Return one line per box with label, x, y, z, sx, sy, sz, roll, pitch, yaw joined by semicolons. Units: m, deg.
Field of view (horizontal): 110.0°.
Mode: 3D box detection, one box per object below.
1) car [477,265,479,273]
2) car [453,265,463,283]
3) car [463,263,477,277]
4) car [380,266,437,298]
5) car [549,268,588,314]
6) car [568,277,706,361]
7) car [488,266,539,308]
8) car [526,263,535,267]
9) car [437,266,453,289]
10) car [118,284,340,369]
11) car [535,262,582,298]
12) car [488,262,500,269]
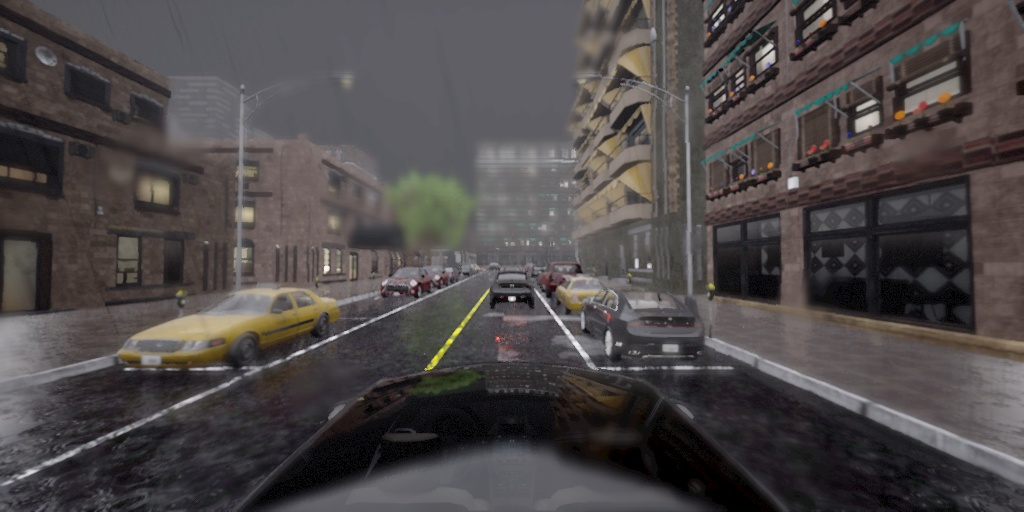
car;-5.642;1.751;47.995;2.007;1.370;4.403;0;0;0
car;-5.648;1.613;30.935;1.802;1.307;4.207;0;0;0
car;-5.644;1.709;42.307;1.948;1.339;4.313;0;0;0
car;-5.651;1.361;19.561;1.967;1.591;4.097;0;0;0
car;2.695;1.392;14.101;1.751;1.417;4.829;0;0;0
car;2.693;1.362;8.245;2.007;1.370;4.403;0;0;0
car;0.009;1.396;16.154;1.837;1.490;4.892;0;0;0
car;2.702;1.653;36.677;1.948;1.339;4.313;0;0;0
car;-5.650;1.416;25.249;1.967;1.591;4.097;0;0;0
car;-5.655;1.337;8.020;1.751;1.417;4.829;0;0;0
car;2.696;1.236;19.618;2.192;1.841;5.009;0;0;0
car;-2.986;1.811;61.130;1.882;1.535;5.008;0;-1;0
